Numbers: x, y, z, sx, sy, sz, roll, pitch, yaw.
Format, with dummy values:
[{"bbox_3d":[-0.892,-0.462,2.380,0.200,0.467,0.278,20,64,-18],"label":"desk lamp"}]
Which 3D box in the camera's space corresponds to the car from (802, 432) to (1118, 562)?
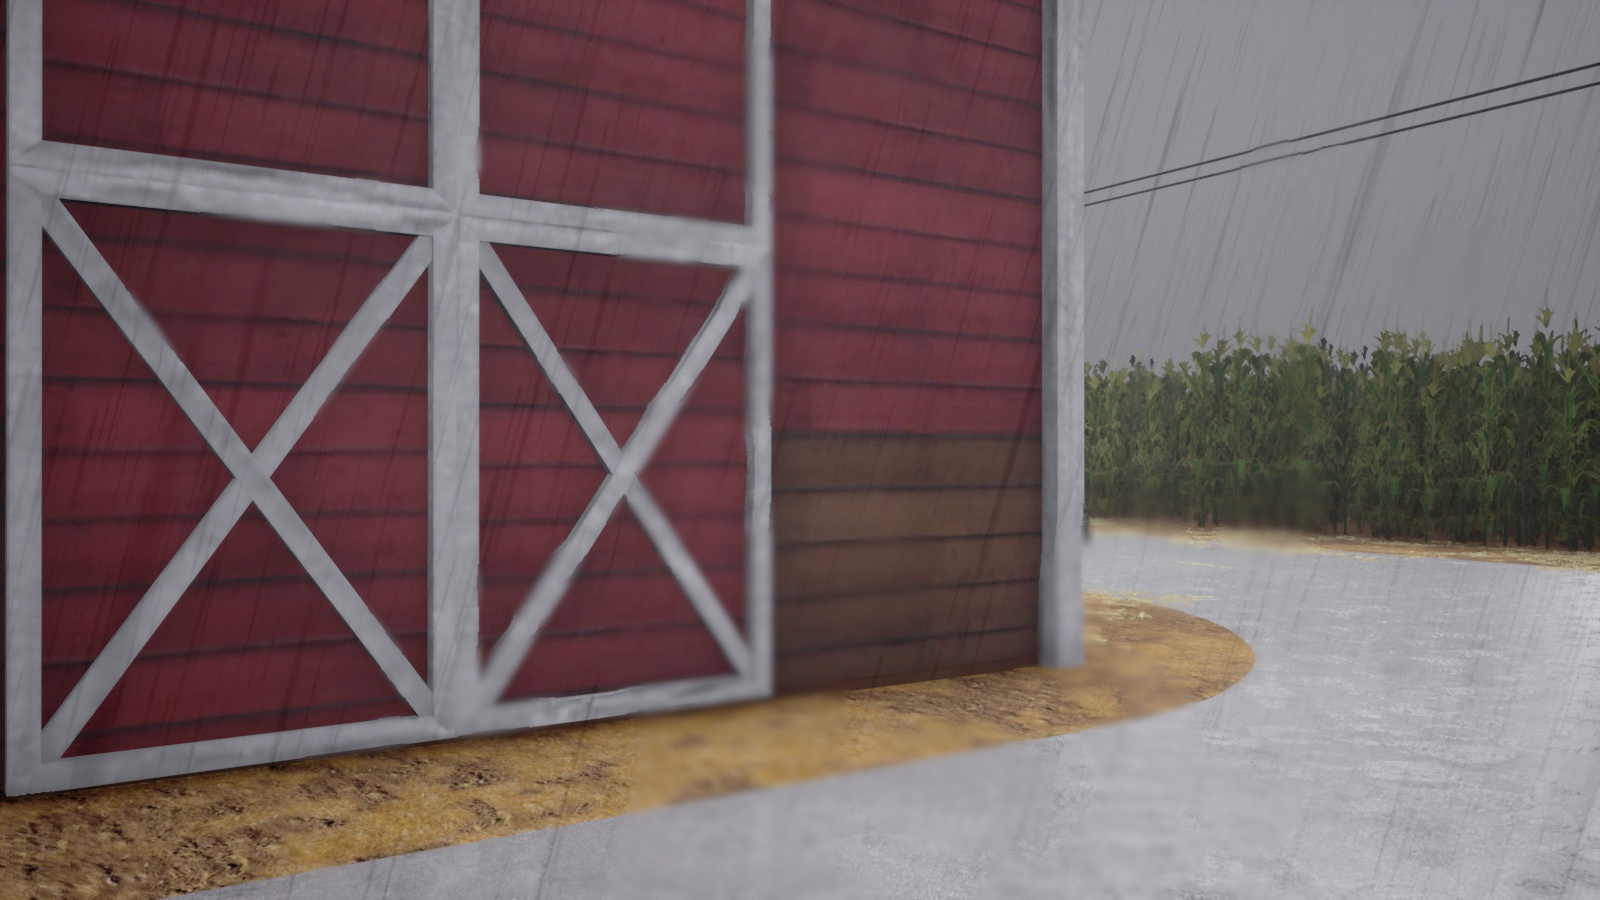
[{"bbox_3d":[2.197,0.613,18.605,2.242,1.667,4.611,0,0,-32],"label":"car"}]
